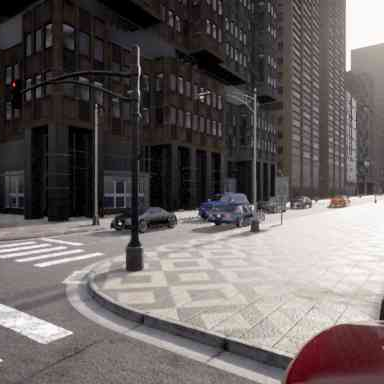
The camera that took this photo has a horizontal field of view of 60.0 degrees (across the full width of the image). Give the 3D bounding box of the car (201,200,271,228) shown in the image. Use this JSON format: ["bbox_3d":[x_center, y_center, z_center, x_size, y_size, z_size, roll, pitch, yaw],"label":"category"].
[{"bbox_3d":[3.073,1.503,22.161,2.033,1.411,5.357,0,0,35],"label":"car"}]

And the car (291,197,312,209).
[{"bbox_3d":[14.358,1.386,43.664,2.128,1.511,4.902,0,0,35],"label":"car"}]

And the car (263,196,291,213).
[{"bbox_3d":[8.379,1.270,35.255,2.097,1.767,4.553,0,0,35],"label":"car"}]

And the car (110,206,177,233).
[{"bbox_3d":[-2.732,1.525,19.527,1.994,1.385,4.181,0,0,35],"label":"car"}]

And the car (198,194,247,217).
[{"bbox_3d":[2.748,1.161,27.296,2.150,2.045,5.566,0,0,35],"label":"car"}]

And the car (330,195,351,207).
[{"bbox_3d":[21.758,1.231,48.676,2.097,1.767,4.553,0,0,35],"label":"car"}]

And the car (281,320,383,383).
[{"bbox_3d":[2.705,1.315,1.032,5.009,1.841,2.192,0,0,35],"label":"car"}]
